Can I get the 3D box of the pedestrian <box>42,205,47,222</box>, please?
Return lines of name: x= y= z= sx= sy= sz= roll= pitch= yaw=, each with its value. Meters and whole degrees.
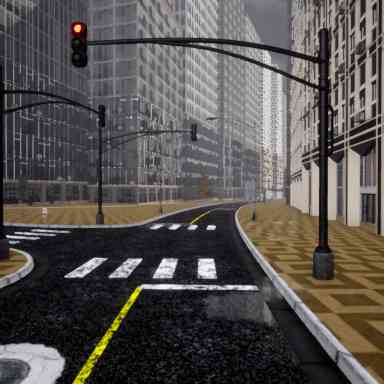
pedestrian: x=-9.297 y=1.344 z=21.052 sx=0.500 sy=1.100 sz=0.500 roll=0 pitch=0 yaw=17
